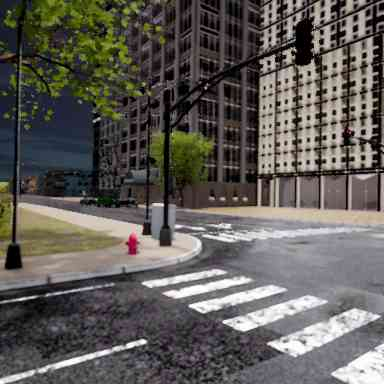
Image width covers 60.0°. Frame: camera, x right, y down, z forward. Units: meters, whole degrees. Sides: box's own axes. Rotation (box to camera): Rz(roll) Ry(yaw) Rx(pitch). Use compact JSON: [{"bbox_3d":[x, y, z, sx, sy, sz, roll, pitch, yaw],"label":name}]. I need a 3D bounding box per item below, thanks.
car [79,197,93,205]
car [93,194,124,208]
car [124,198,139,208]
[{"bbox_3d":[-18.593,1.639,59.484,2.033,1.411,5.357,2,-1,-34],"label":"car"},{"bbox_3d":[-12.824,1.327,50.902,2.150,2.045,5.566,2,-1,-33],"label":"car"},{"bbox_3d":[-10.097,1.669,52.632,2.128,1.511,4.902,2,-1,-34],"label":"car"}]
